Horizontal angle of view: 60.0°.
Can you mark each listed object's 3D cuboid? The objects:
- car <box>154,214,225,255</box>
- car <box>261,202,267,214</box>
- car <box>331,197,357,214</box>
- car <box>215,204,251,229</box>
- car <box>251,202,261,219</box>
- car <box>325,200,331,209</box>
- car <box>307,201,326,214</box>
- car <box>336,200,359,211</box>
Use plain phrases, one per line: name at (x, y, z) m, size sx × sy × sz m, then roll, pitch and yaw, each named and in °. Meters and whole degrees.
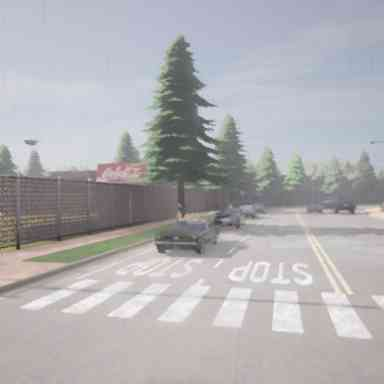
car at (-0.009, 1.865, 14.806) m, size 1.895 × 1.301 × 4.718 m, roll -1°, pitch -1°, yaw 16°
car at (9.000, 2.141, 44.961) m, size 2.128 × 1.511 × 4.902 m, roll -1°, pitch -1°, yaw 19°
car at (19.006, 1.666, 41.543) m, size 2.150 × 2.045 × 5.566 m, roll -1°, pitch -1°, yaw 21°
car at (2.962, 1.890, 25.210) m, size 2.128 × 1.511 × 4.902 m, roll -1°, pitch -1°, yaw 16°
car at (5.827, 2.052, 35.054) m, size 1.812 × 1.442 × 4.674 m, roll -1°, pitch -1°, yaw 17°
car at (22.363, 2.119, 54.294) m, size 1.837 × 1.490 × 4.892 m, roll -2°, pitch -1°, yaw 38°
car at (16.175, 2.123, 43.680) m, size 1.895 × 1.301 × 4.718 m, roll -1°, pitch -1°, yaw 22°
car at (23.918, 2.027, 51.038) m, size 2.128 × 1.511 × 4.902 m, roll -2°, pitch -1°, yaw 39°
